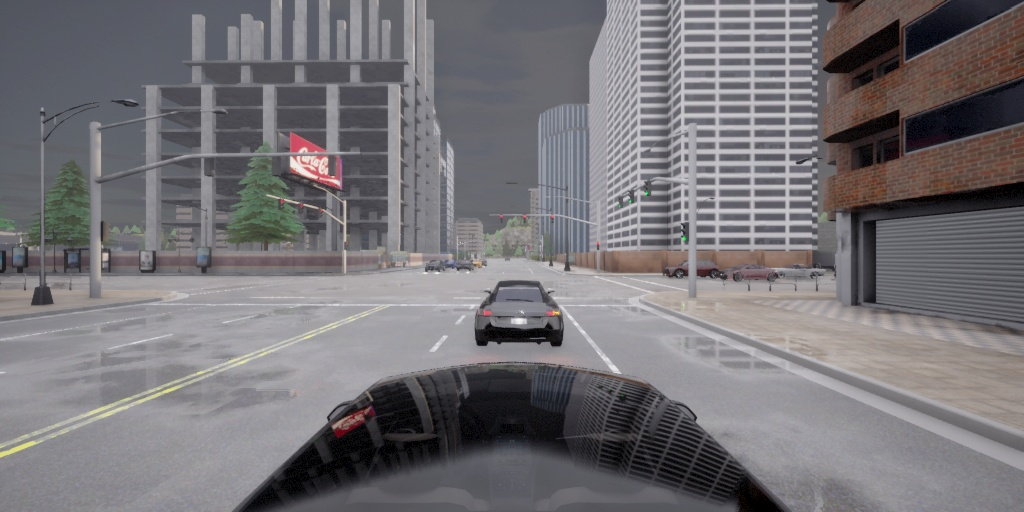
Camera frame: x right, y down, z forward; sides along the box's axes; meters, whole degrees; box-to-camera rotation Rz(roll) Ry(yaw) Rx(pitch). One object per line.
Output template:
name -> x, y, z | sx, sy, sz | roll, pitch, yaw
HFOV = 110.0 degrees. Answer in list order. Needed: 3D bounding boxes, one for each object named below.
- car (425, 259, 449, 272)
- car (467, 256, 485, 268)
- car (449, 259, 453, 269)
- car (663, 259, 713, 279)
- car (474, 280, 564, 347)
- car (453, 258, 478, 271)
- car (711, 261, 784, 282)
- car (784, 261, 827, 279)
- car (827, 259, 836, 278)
car -> -9.839, 1.255, 46.207 | 1.837, 1.490, 4.892 | 0, 0, 1
car -> -6.091, 1.228, 59.399 | 1.882, 1.535, 5.008 | 0, 0, 1
car -> -9.665, 1.228, 55.701 | 1.882, 1.535, 5.008 | 0, 0, 1
car -> 16.068, 1.102, 32.301 | 4.553, 1.767, 2.097 | 0, 0, 1
car -> 0.188, 1.314, 9.392 | 1.994, 1.385, 4.181 | 0, 0, 1
car -> -6.290, 1.297, 49.090 | 2.033, 1.411, 5.357 | 0, 0, 1
car -> 18.793, 1.314, 28.767 | 4.181, 1.385, 1.994 | 0, 0, 1
car -> 25.061, 1.351, 32.184 | 4.718, 1.301, 1.895 | 0, 0, 1
car -> 28.679, 1.228, 28.630 | 5.008, 1.535, 1.882 | 0, 0, 1
